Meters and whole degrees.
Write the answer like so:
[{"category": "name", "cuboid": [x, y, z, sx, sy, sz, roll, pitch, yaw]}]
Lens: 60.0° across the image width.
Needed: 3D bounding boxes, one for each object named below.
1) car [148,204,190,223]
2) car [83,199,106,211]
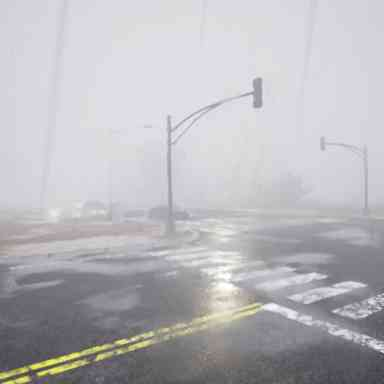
[{"category": "car", "cuboid": [-1.939, 1.643, 26.755, 1.994, 1.385, 4.181, -1, 1, -33]}, {"category": "car", "cuboid": [-12.733, 1.660, 43.390, 1.994, 1.385, 4.181, -1, 1, -33]}]
